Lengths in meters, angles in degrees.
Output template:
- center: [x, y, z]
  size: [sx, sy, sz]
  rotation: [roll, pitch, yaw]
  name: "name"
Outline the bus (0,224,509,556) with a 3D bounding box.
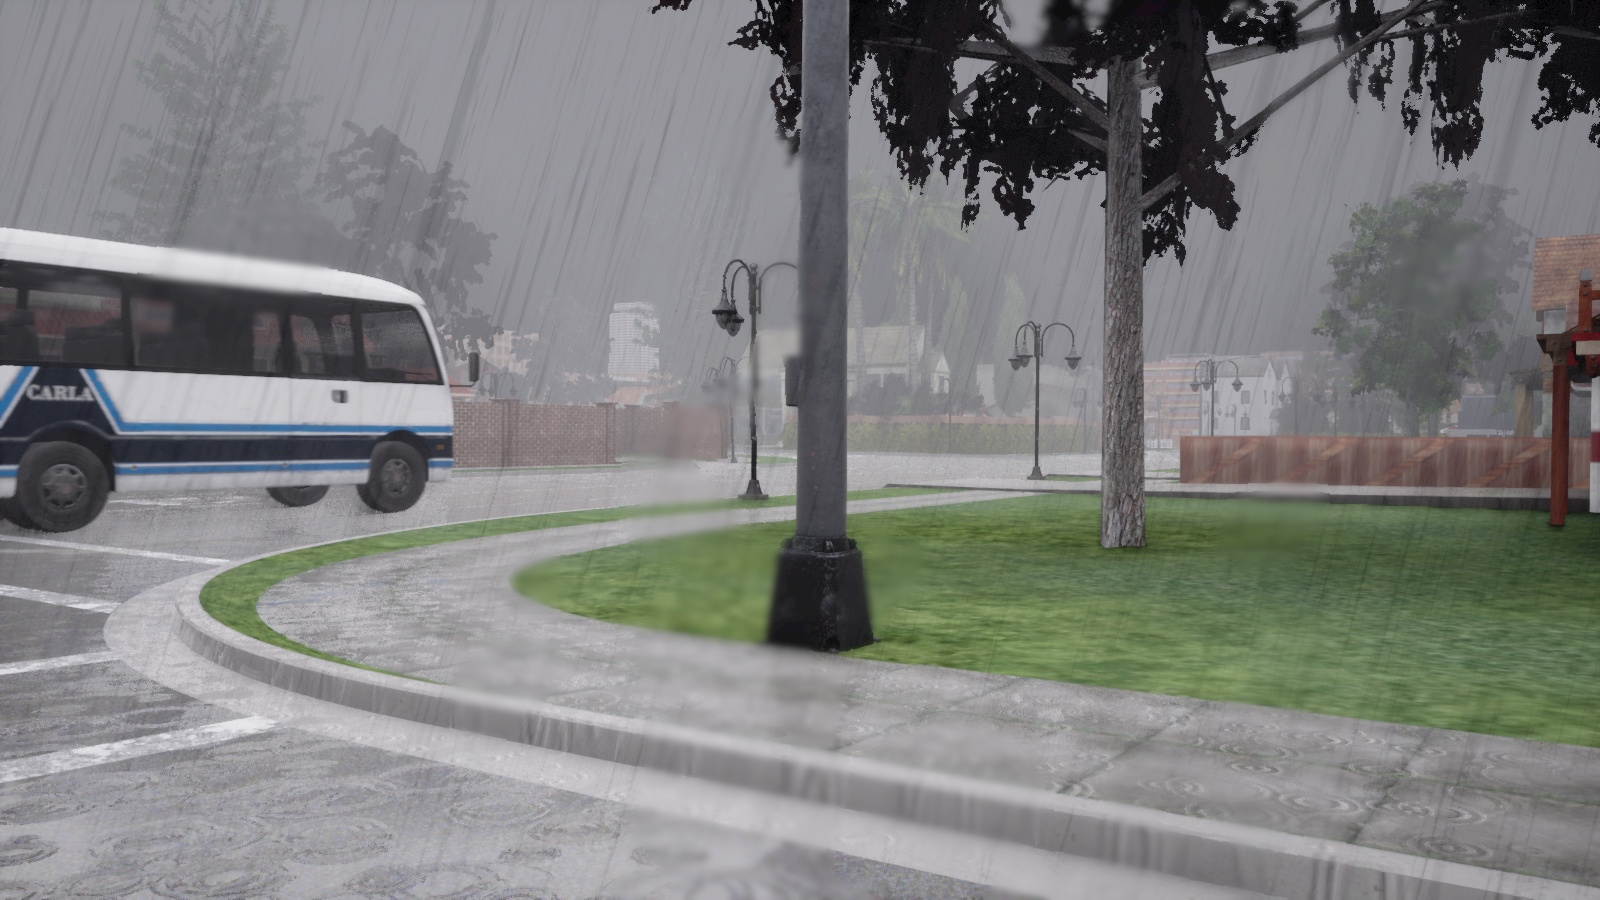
- center: [-9.920, -0.831, 20.297]
  size: [3.944, 4.253, 10.273]
  rotation: [0, 1, 33]
  name: "bus"
